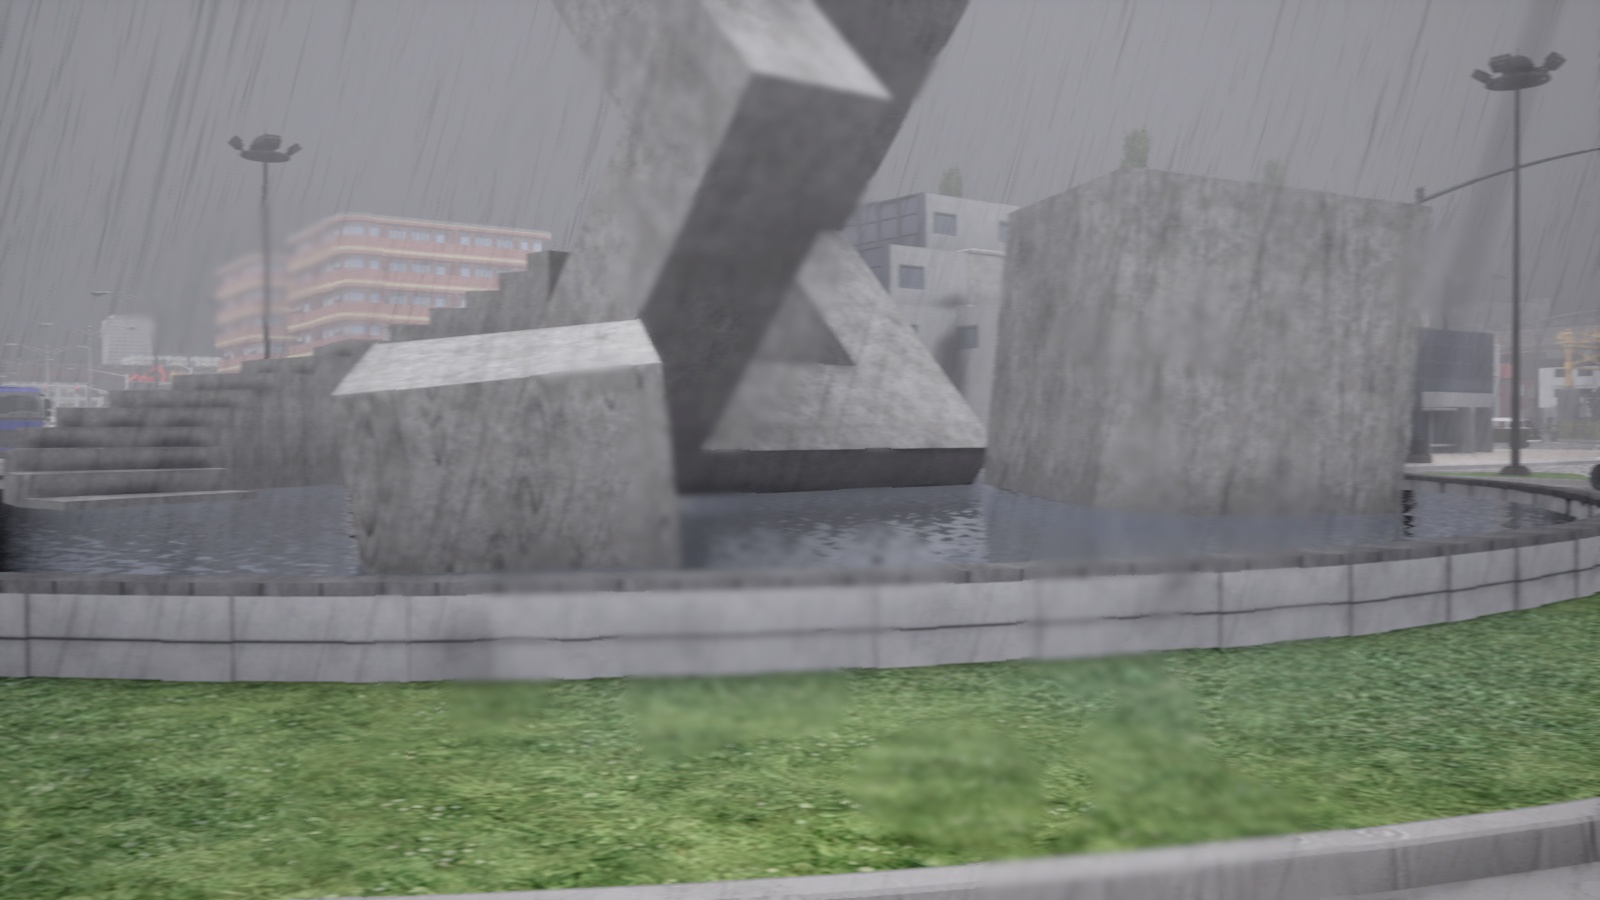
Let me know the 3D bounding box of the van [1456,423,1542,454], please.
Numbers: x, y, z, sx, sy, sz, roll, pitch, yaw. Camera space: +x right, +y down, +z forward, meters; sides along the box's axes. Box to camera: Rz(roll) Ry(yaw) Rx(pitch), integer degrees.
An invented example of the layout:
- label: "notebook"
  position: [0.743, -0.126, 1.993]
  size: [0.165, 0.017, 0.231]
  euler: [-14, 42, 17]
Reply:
- label: "van"
  position: [46.395, -0.789, 83.421]
  size: [2.069, 2.038, 4.480]
  euler: [-1, 2, -37]

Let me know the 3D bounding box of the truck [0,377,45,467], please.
- label: "truck"
  position: [-33.153, -1.158, 51.532]
  size: [2.891, 3.462, 7.936]
  euler: [-1, 1, -37]

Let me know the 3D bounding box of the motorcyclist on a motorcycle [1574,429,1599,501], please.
- label: "motorcyclist on a motorcycle"
  position: [18.835, 0.348, 28.387]
  size: [0.766, 1.649, 2.350]
  euler: [-1, 1, -17]
